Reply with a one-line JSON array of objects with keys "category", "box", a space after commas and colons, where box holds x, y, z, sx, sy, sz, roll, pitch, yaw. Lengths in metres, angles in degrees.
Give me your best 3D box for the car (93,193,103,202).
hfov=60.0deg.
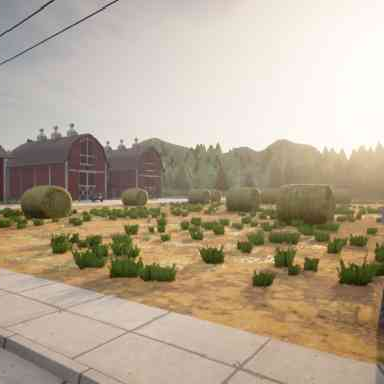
[{"category": "car", "box": [-19.651, 1.118, 69.803, 1.905, 1.878, 3.866, 6, 1, -10]}]
